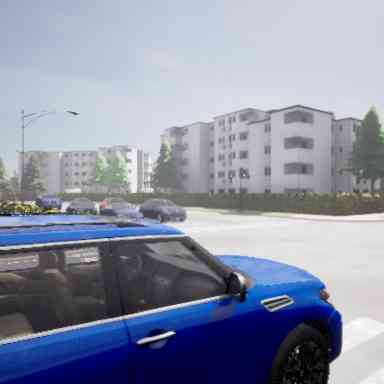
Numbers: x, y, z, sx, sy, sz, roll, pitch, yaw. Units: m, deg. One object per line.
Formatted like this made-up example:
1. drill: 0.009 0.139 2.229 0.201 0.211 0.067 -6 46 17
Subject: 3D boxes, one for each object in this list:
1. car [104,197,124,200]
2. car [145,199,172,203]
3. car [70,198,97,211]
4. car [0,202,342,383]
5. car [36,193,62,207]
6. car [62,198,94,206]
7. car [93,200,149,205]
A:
1. car: -7.501 1.337 32.903 2.097 1.767 4.553 0 0 -36
2. car: -2.321 1.337 25.662 2.097 1.767 4.553 0 0 -36
3. car: -13.520 1.490 41.296 1.837 1.490 4.892 0 0 -36
4. car: -0.935 1.222 3.101 5.566 2.045 2.150 0 0 -35
5. car: -17.814 1.209 41.309 2.150 2.045 5.566 0 0 -36
6. car: -10.182 1.553 30.654 1.994 1.385 4.181 0 0 -35
7. car: -5.112 1.515 23.544 1.812 1.442 4.674 0 0 -36
